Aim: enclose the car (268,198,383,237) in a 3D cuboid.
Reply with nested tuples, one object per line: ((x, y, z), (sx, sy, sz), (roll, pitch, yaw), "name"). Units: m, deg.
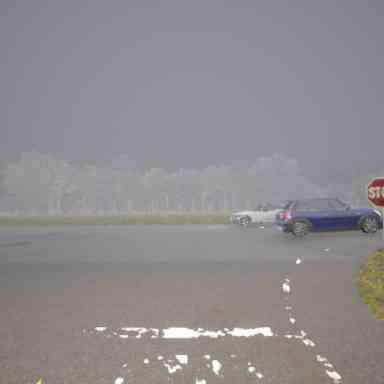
((6.168, 1.028, 15.186), (4.553, 1.767, 2.097), (-3, -2, -1), "car")

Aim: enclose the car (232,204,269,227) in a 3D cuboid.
((4.977, 1.503, 22.178), (4.674, 1.442, 1.812), (-1, -3, -1), "car")
